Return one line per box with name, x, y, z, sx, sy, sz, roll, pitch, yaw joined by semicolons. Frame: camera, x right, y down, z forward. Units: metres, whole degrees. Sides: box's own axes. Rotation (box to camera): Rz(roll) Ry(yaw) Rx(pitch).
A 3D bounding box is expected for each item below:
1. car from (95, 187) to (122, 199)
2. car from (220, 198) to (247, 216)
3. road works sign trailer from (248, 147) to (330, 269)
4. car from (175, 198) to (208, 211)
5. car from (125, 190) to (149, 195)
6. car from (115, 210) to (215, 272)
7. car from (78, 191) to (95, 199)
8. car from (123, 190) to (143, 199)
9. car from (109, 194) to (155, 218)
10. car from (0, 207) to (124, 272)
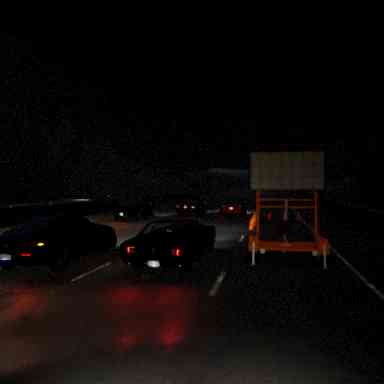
car;-14.526;0.187;59.489;2.150;2.045;5.566;0;1;13
car;3.539;1.216;27.996;1.994;1.385;4.181;0;1;13
road works sign trailer;3.105;0.365;10.958;2.380;3.560;2.880;0;1;13
car;0.050;1.190;28.439;2.033;1.411;5.357;0;1;13
car;-8.534;0.578;54.437;2.128;1.511;4.902;0;1;13
car;-0.463;1.499;10.581;1.895;1.301;4.718;0;1;13
car;-18.329;0.555;58.603;1.994;1.385;4.181;0;1;13
car;-10.664;0.458;60.670;1.812;1.442;4.674;0;1;13
car;-4.288;1.200;25.190;1.837;1.490;4.892;0;1;13
car;-4.081;1.417;10.464;1.812;1.442;4.674;0;1;13
